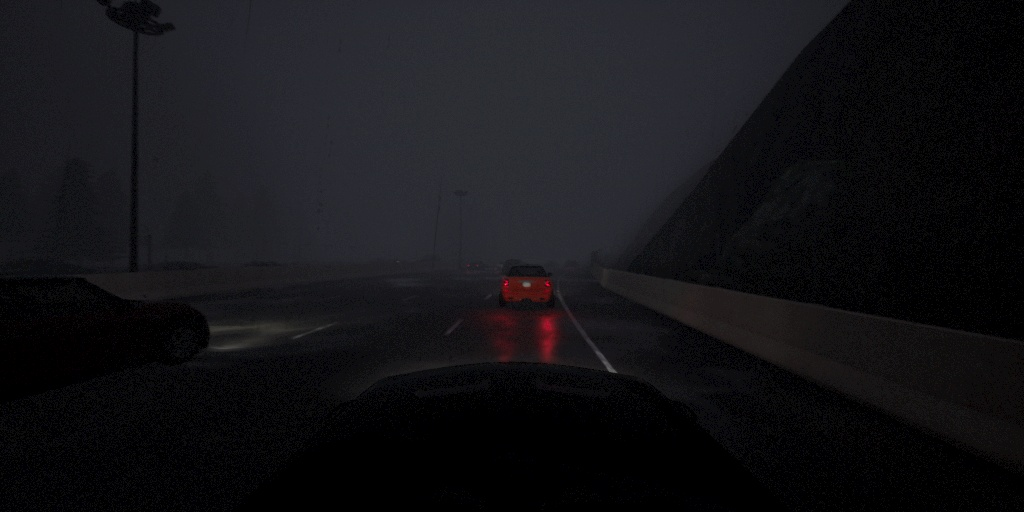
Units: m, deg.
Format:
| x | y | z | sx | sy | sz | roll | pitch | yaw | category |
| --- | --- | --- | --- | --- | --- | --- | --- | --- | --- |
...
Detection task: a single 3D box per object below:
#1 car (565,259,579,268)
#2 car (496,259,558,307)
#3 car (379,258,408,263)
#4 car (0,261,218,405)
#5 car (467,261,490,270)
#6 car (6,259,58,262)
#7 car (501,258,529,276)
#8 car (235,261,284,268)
| x | y | z | sx | sy | sz | roll | pitch | yaw | category |
| --- | --- | --- | --- | --- | --- | --- | --- | --- | --- |
| 10.632 | 1.347 | 63.213 | 2.128 | 1.511 | 4.902 | 0 | 0 | 20 | car |
| 0.700 | 1.109 | 15.714 | 2.097 | 1.767 | 4.553 | 1 | 0 | 4 | car |
| -19.670 | 1.095 | 60.845 | 2.033 | 1.411 | 5.357 | 1 | 0 | 16 | car |
| -6.899 | 1.032 | 5.012 | 2.097 | 1.767 | 4.553 | 1 | 0 | 1 | car |
| -4.631 | 1.303 | 50.192 | 1.895 | 1.301 | 4.718 | 1 | 0 | 15 | car |
| -27.194 | 1.040 | 20.858 | 1.994 | 1.385 | 4.181 | 1 | 0 | 5 | car |
| 0.384 | 1.105 | 39.095 | 2.097 | 1.767 | 4.553 | 1 | 0 | 12 | car |
| -19.455 | 1.101 | 27.585 | 2.033 | 1.411 | 5.357 | 1 | 0 | 7 | car |
